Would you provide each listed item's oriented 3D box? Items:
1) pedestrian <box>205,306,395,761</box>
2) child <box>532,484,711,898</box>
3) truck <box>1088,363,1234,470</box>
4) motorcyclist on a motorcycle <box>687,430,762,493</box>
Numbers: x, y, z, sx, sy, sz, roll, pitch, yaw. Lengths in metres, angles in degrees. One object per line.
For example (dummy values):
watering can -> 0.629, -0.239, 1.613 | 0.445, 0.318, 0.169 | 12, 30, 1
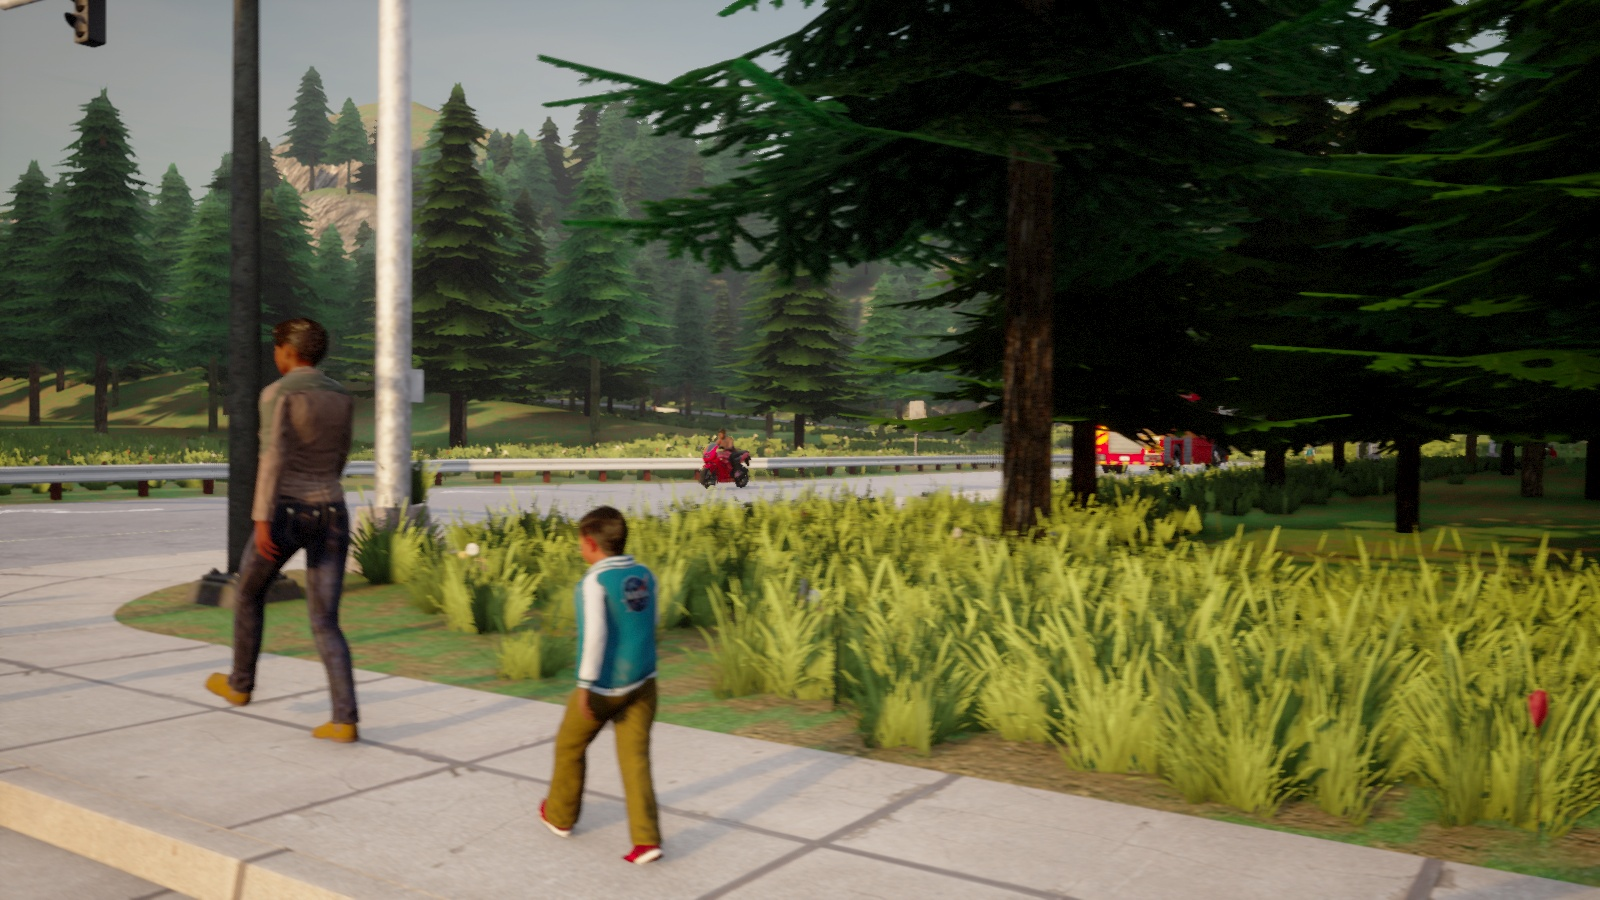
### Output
pedestrian -> -2.148, 0.329, 5.371 | 0.869, 1.805, 0.328 | 0, 1, 37
child -> -0.565, 0.716, 3.957 | 0.448, 1.192, 0.343 | 0, 1, 44
truck -> 14.299, -1.275, 49.198 | 2.891, 3.827, 8.468 | 0, 1, 35
motorcyclist on a motorcycle -> -1.863, 0.259, 31.322 | 0.797, 1.523, 2.044 | 0, 1, 33
